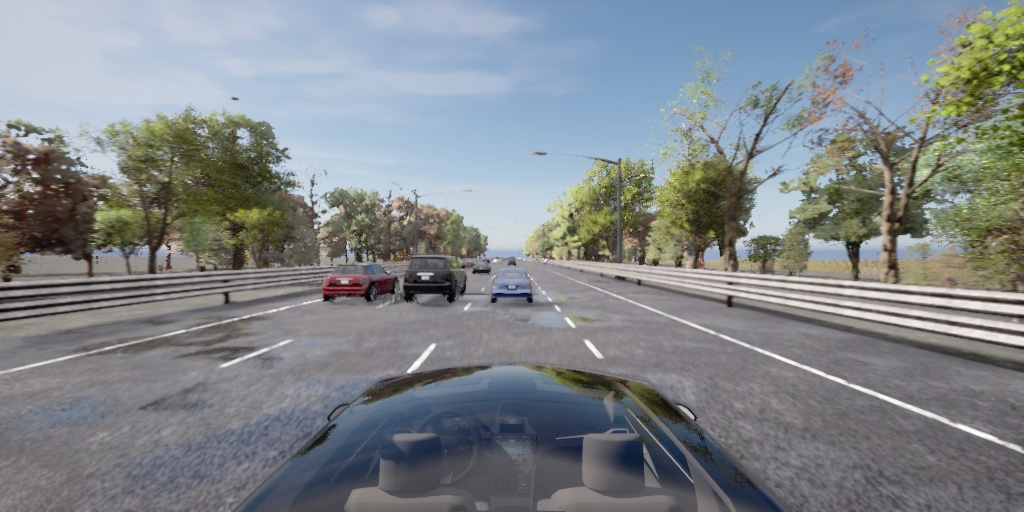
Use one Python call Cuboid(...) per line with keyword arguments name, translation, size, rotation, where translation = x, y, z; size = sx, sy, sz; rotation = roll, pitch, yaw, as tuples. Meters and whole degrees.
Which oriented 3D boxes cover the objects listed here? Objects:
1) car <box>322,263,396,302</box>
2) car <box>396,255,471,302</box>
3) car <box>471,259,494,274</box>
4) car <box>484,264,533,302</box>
Cuboid(name="car", translation=(-7.004, 1.111, 17.130), size=(2.097, 1.767, 4.553), rotation=(0, 0, 0))
Cuboid(name="car", translation=(-3.504, 0.981, 17.195), size=(2.150, 2.045, 5.566), rotation=(0, 0, 0))
Cuboid(name="car", translation=(-3.512, 1.348, 42.819), size=(1.994, 1.385, 4.181), rotation=(0, 0, 0))
Cuboid(name="car", translation=(-0.005, 1.306, 17.057), size=(2.033, 1.411, 5.357), rotation=(0, 0, 0))
